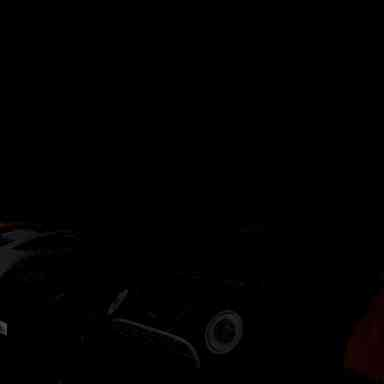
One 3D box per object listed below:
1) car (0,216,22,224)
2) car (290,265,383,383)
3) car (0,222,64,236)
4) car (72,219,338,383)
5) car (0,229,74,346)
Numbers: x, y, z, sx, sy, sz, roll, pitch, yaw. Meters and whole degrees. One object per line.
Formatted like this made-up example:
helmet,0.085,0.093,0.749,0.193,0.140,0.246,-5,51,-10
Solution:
car,-5.899,1.596,9.967,1.946,1.575,5.366,-1,-1,37
car,3.001,1.492,3.574,2.097,1.535,5.008,-1,-1,37
car,-3.567,1.613,8.460,2.002,1.452,4.674,-1,-1,37
car,0.798,1.394,5.258,2.185,1.767,4.553,-1,-1,37
car,-1.360,1.575,6.786,2.163,1.488,4.792,-1,-1,37
